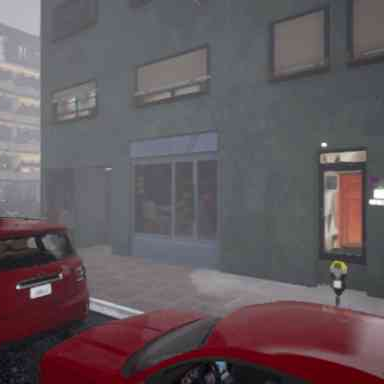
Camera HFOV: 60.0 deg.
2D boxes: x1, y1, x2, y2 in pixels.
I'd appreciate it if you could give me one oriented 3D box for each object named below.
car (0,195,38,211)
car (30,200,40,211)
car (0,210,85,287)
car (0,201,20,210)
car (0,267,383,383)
[{"bbox_3d":[-16.668,1.237,30.820,2.192,1.841,5.009,1,1,35],"label":"car"},{"bbox_3d":[-9.835,1.498,25.976,1.947,1.339,4.313,1,1,35],"label":"car"},{"bbox_3d":[-3.860,1.356,5.619,5.009,1.841,2.192,0,0,36],"label":"car"},{"bbox_3d":[-14.817,1.566,23.217,1.994,1.385,4.181,0,1,32],"label":"car"},{"bbox_3d":[0.642,1.550,2.409,4.507,1.381,1.887,0,0,36],"label":"car"}]
